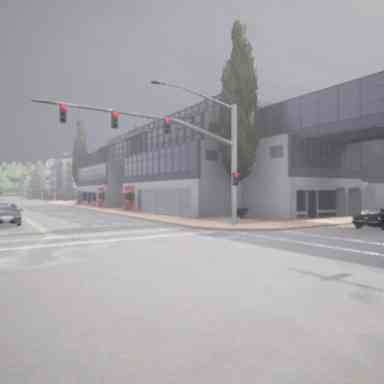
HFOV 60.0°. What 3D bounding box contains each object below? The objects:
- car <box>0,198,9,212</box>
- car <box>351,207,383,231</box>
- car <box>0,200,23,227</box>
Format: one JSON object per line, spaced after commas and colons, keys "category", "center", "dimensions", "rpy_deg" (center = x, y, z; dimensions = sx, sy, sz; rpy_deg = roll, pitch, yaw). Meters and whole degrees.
{"category": "car", "center": [-23.297, 1.582, 40.153], "dimensions": [1.882, 1.535, 5.008], "rpy_deg": [0, 0, -31]}
{"category": "car", "center": [11.934, 1.595, 20.440], "dimensions": [4.718, 1.301, 1.895], "rpy_deg": [0, 0, -32]}
{"category": "car", "center": [-12.871, 1.550, 22.922], "dimensions": [2.128, 1.511, 4.902], "rpy_deg": [0, 0, -31]}
